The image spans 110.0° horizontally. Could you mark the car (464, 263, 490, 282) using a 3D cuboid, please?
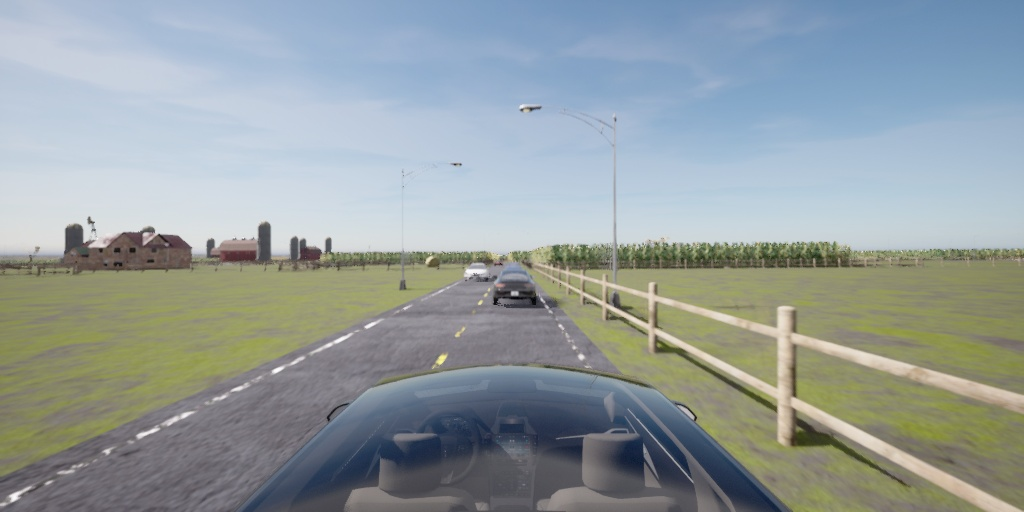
[{"bbox_3d":[-2.824,1.339,29.720,1.812,1.442,4.674,0,0,0],"label":"car"}]

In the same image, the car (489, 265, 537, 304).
[{"bbox_3d":[0.113,1.308,16.336,1.812,1.442,4.674,0,0,0],"label":"car"}]

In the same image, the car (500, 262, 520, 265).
[{"bbox_3d":[0.126,1.381,38.086,2.033,1.411,5.357,0,0,0],"label":"car"}]
